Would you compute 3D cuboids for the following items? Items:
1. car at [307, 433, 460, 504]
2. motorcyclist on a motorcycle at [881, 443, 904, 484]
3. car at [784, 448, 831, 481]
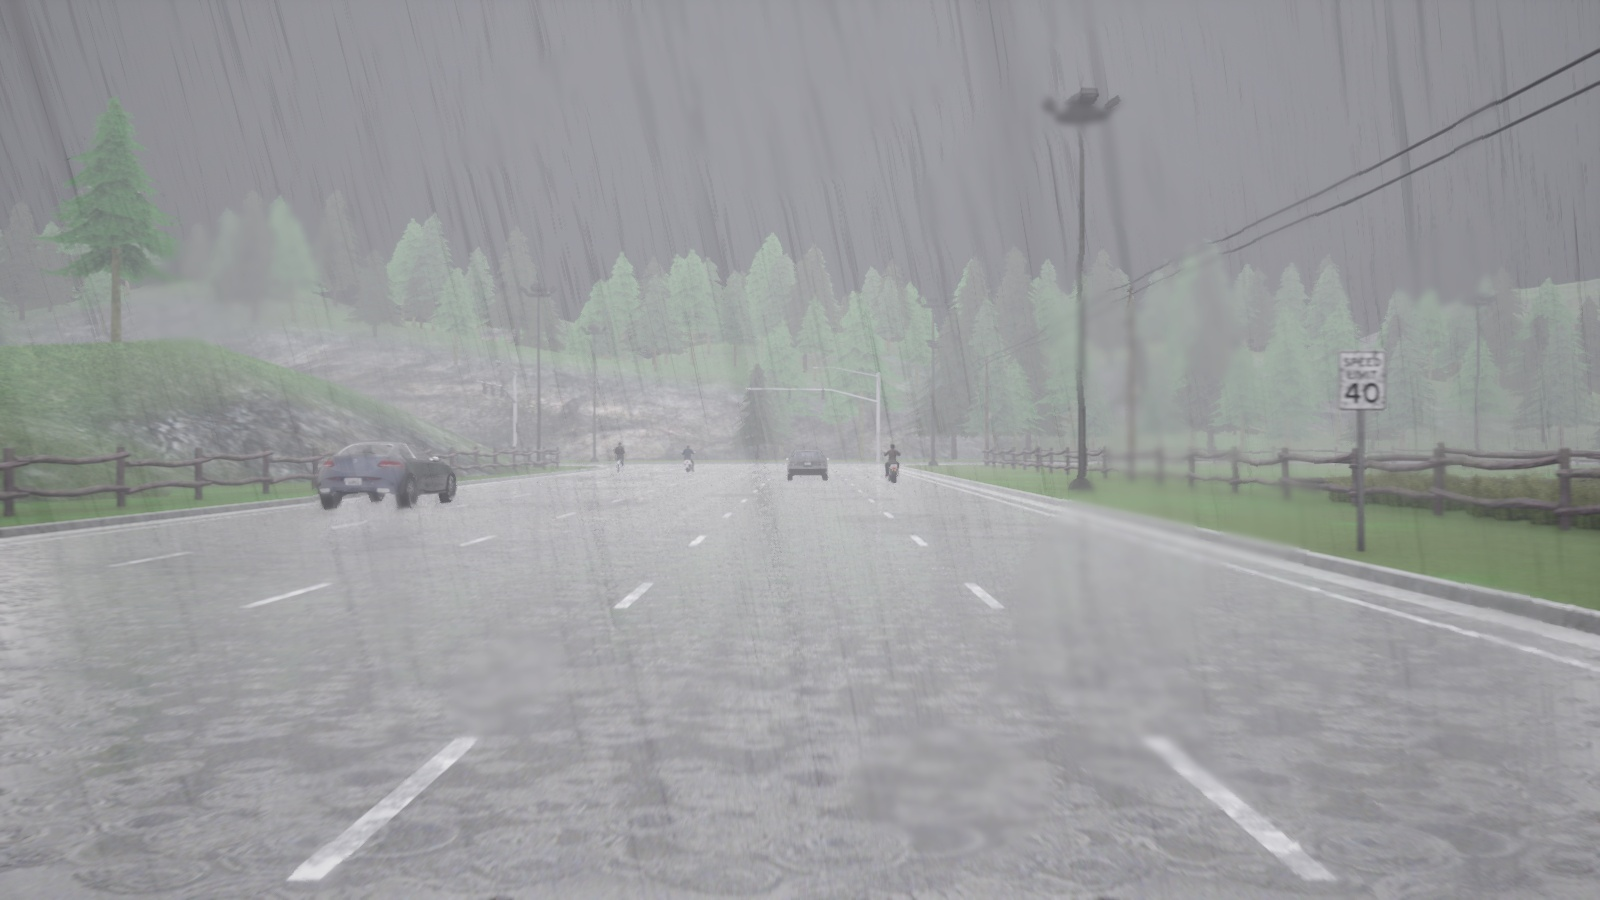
[{"bbox_3d":[-10.303,0.427,31.549,2.152,1.651,5.027,0,0,0],"label":"car"},{"bbox_3d":[3.813,0.552,51.816,0.766,1.649,2.350,0,0,0],"label":"motorcyclist on a motorcycle"},{"bbox_3d":[0.343,0.631,56.977,2.033,1.411,5.357,0,0,0],"label":"car"}]
